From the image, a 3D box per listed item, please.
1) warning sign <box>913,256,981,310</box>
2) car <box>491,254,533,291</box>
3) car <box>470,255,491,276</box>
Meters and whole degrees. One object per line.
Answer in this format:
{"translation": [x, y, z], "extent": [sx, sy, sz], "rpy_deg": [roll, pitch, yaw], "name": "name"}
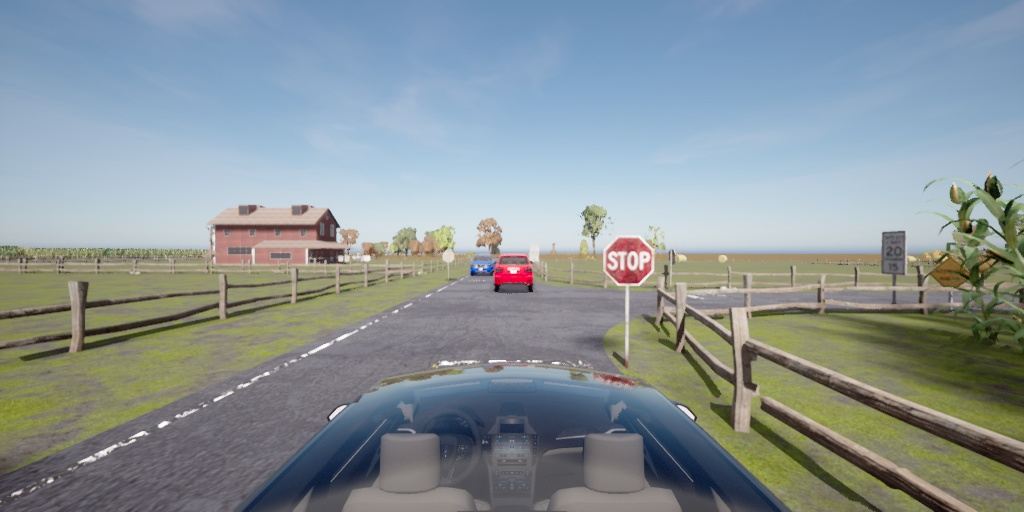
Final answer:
{"translation": [15.864, 0.950, 12.970], "extent": [1.060, 1.860, 1.300], "rpy_deg": [0, 0, 0], "name": "warning sign"}
{"translation": [0.092, 0.925, 21.511], "extent": [2.150, 2.045, 5.566], "rpy_deg": [0, 0, 0], "name": "car"}
{"translation": [-2.857, 0.894, 35.600], "extent": [2.150, 2.045, 5.566], "rpy_deg": [0, 0, 0], "name": "car"}
